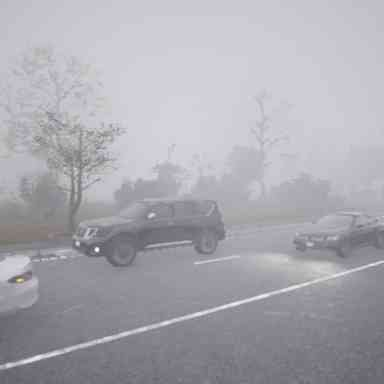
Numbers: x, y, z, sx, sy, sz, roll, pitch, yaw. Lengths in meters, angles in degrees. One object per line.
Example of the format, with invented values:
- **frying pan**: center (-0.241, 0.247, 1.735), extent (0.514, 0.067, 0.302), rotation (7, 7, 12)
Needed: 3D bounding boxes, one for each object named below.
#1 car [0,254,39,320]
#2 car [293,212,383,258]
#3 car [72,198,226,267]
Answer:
- **car**: center (-4.788, 1.534, 4.829), extent (4.674, 1.442, 1.812), rotation (0, 0, -35)
- **car**: center (5.889, 1.526, 12.950), extent (4.674, 1.442, 1.812), rotation (0, 0, -39)
- **car**: center (-1.272, 1.233, 11.826), extent (5.566, 2.045, 2.150), rotation (0, 0, -37)
